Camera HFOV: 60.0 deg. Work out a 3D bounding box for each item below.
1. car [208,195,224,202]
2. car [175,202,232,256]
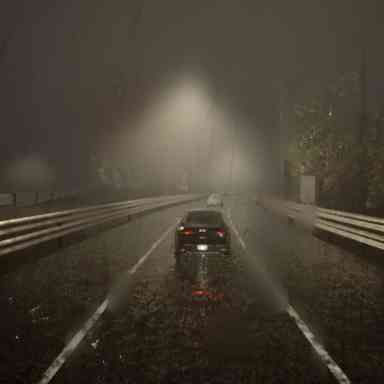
[{"bbox_3d":[2.957,1.054,41.152,1.812,1.442,4.674,0,1,8],"label":"car"},{"bbox_3d":[0.419,1.370,12.408,1.837,1.490,4.892,0,1,2],"label":"car"}]
